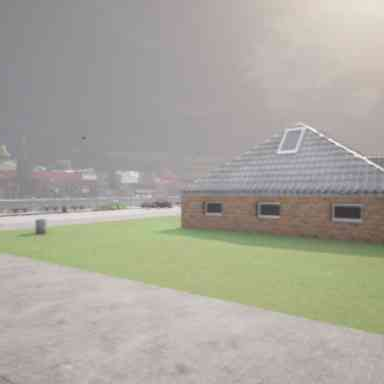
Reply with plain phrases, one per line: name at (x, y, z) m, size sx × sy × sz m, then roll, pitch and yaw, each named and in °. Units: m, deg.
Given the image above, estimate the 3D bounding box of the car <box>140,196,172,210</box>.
car at (-4.721, 1.357, 44.042) m, size 2.097 × 1.767 × 4.553 m, roll 0°, pitch 0°, yaw 36°
